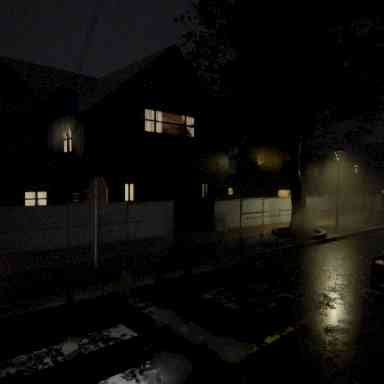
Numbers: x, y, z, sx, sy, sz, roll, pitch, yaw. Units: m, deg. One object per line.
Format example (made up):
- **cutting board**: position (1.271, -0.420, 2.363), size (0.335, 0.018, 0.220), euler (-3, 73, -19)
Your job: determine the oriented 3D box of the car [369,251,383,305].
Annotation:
- **car**: position (5.299, 1.427, 6.750), size (4.902, 1.511, 2.128), euler (0, 2, -42)
